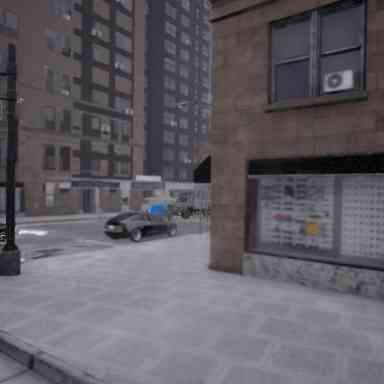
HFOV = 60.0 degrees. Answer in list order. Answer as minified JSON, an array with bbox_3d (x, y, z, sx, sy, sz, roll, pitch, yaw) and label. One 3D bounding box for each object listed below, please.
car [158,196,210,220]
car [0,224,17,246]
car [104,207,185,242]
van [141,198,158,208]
[{"bbox_3d":[-0.272,1.361,30.696,2.150,2.045,5.566,1,0,36],"label":"car"},{"bbox_3d":[-9.103,1.630,12.855,1.895,1.301,4.718,1,0,11],"label":"car"},{"bbox_3d":[-2.583,1.718,17.338,1.947,1.339,4.313,1,0,36],"label":"car"},{"bbox_3d":[-3.057,1.424,31.241,1.690,1.788,3.998,1,0,36],"label":"van"}]
